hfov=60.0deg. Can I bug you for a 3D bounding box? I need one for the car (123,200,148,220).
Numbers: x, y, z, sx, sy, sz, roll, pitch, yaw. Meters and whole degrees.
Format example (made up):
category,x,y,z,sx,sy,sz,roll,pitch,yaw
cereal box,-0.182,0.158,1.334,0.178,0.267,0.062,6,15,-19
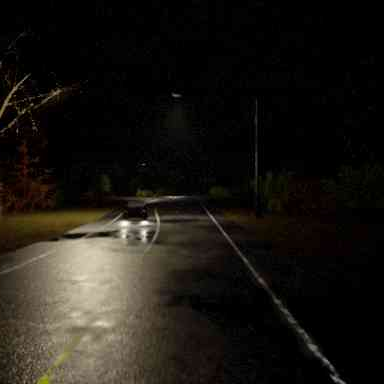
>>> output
category,x,y,z,sx,sy,sz,roll,pitch,yaw
car,-4.762,1.462,28.367,1.882,1.535,5.008,0,0,-7
